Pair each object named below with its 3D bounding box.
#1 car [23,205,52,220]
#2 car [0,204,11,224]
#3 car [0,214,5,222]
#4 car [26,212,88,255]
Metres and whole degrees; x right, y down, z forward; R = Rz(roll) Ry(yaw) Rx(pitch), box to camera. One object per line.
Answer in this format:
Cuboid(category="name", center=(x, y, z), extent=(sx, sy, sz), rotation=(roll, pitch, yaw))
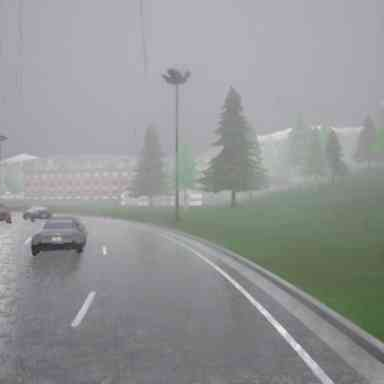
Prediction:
Cuboid(category="car", center=(-14.422, 1.978, 31.089), extent=(1.812, 1.442, 4.674), rotation=(0, -1, -38))
Cuboid(category="car", center=(-17.010, 1.782, 28.489), extent=(2.097, 1.767, 4.553), rotation=(0, -1, -38))
Cuboid(category="car", center=(-8.554, 1.732, 11.668), extent=(2.033, 1.411, 5.357), rotation=(0, -1, -15))
Cuboid(category="car", center=(-5.658, 1.773, 14.531), extent=(1.994, 1.385, 4.181), rotation=(0, -1, -16))
